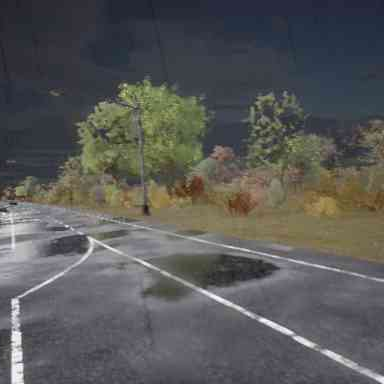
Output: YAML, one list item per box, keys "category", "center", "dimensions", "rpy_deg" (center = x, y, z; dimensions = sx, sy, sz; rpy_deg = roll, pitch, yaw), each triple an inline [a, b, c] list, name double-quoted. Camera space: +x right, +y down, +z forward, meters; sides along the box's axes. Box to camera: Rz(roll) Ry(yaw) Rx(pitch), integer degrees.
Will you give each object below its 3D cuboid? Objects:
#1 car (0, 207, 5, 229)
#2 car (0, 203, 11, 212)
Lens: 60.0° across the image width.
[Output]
- category: "car"
  center: [-16.331, 2.271, 26.462]
  dimensions: [1.994, 1.385, 4.181]
  rpy_deg: [-4, 1, -29]
- category: "car"
  center: [-32.330, 2.722, 56.386]
  dimensions: [1.837, 1.490, 4.892]
  rpy_deg: [-4, 1, -24]
